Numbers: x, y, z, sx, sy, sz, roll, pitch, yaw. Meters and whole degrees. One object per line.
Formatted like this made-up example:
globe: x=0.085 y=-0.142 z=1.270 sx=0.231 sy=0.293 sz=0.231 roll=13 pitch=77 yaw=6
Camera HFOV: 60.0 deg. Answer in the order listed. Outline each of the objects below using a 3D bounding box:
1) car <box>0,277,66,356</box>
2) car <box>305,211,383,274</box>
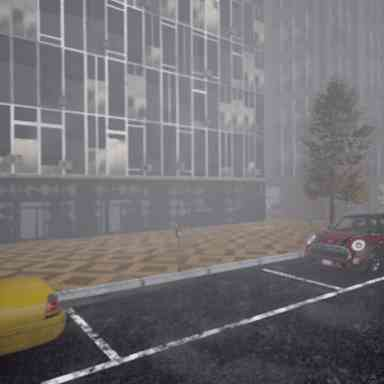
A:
car: x=-4.024 y=1.527 z=3.699 sx=4.829 sy=1.417 sz=1.752 roll=0 pitch=0 yaw=-35
car: x=5.371 y=1.428 z=10.394 sx=4.097 sy=1.590 sz=1.967 roll=0 pitch=0 yaw=-35
